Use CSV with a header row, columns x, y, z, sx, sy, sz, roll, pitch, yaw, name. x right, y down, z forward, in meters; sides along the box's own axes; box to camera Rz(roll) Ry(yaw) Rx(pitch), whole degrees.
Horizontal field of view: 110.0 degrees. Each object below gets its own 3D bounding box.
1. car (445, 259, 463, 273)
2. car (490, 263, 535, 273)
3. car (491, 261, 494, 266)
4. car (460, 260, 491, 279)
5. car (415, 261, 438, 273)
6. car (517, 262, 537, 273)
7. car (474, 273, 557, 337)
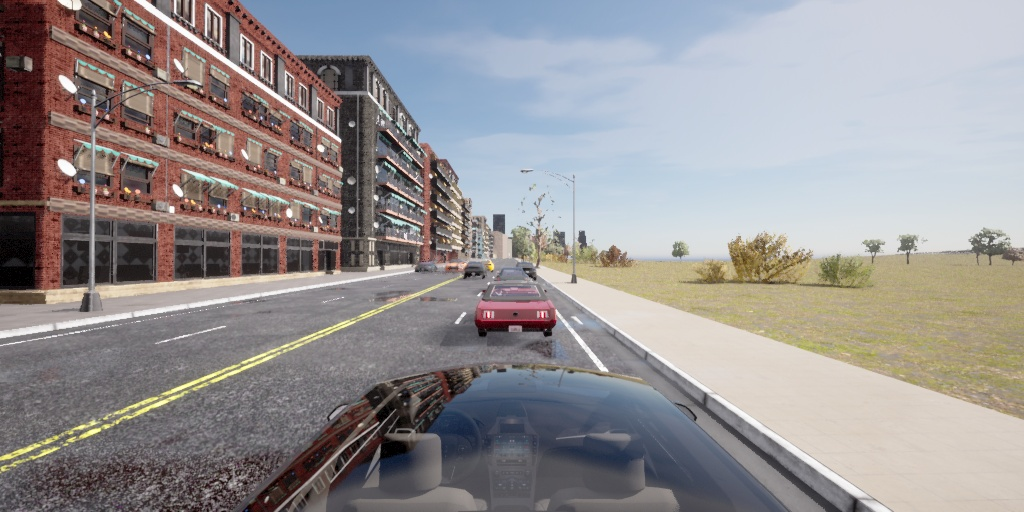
x,y,z,sx,sy,sz,roll,pitch,yaw,name
-6.722,1.105,43.299,2.097,1.767,4.553,0,0,0,car
0.037,1.317,20.312,1.994,1.385,4.181,0,0,0,car
-3.278,1.231,45.343,1.882,1.535,5.008,0,0,0,car
-3.241,1.258,32.565,1.837,1.490,4.892,0,0,0,car
-9.969,1.317,42.025,1.994,1.385,4.181,0,0,0,car
1.053,1.259,30.306,1.837,1.490,4.892,0,0,0,car
0.076,1.352,10.282,1.895,1.301,4.718,0,0,0,car
